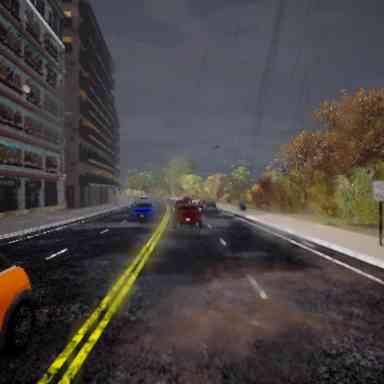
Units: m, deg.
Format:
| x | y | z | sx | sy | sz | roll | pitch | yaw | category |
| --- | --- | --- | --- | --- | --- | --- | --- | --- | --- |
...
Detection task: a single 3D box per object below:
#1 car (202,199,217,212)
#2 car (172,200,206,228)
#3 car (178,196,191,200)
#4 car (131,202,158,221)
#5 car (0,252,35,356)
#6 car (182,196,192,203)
| x | y | z | sx | sy | sz | roll | pitch | yaw | category |
| --- | --- | --- | --- | --- | --- | --- | --- | --- | --- |
| 1.993 | 1.652 | 41.956 | 2.128 | 1.511 | 4.902 | 0 | 0 | -3 | car |
| -0.343 | 1.570 | 23.090 | 1.882 | 1.535 | 5.008 | 0 | 0 | -2 | car |
| -1.244 | 1.640 | 41.726 | 1.882 | 1.535 | 5.008 | 0 | 0 | -3 | car |
| -3.981 | 1.593 | 28.407 | 1.882 | 1.535 | 5.008 | 0 | 0 | -2 | car |
| -3.390 | 1.367 | 3.056 | 2.097 | 1.767 | 4.553 | 0 | 0 | 0 | car |
| -1.224 | 1.775 | 77.138 | 1.837 | 1.490 | 4.892 | 0 | 0 | -7 | car |
